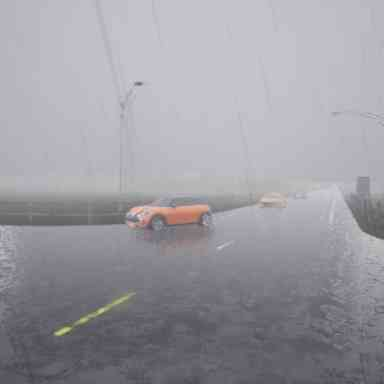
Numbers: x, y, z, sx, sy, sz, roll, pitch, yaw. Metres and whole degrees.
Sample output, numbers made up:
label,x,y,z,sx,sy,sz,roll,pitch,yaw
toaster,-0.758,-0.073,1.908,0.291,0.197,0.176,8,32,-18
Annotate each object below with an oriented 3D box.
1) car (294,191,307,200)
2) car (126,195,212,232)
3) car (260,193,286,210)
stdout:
label,x,y,z,sx,sy,sz,roll,pitch,yaw
car,18.298,0.527,55.937,2.128,1.511,4.902,1,1,24
car,-1.130,0.981,17.279,4.553,1.767,2.097,0,1,-39
car,8.023,0.893,32.622,1.882,1.535,5.008,1,1,24
